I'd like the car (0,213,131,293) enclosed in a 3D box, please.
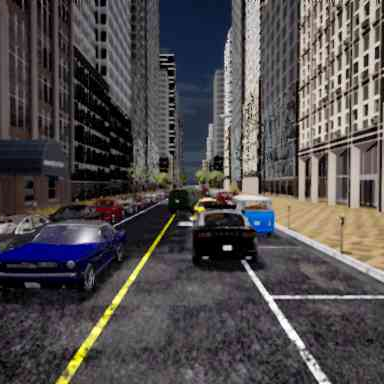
[{"bbox_3d":[-3.063,1.450,8.600,1.895,1.301,4.718,0,1,0],"label":"car"}]

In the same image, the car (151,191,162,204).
[{"bbox_3d":[-5.499,0.793,44.363,2.008,1.369,4.403,0,1,0],"label":"car"}]

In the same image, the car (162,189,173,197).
[{"bbox_3d":[-5.372,0.198,72.775,1.967,1.590,4.097,0,1,0],"label":"car"}]

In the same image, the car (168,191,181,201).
[{"bbox_3d":[-2.758,0.575,53.855,1.882,1.535,5.008,0,1,0],"label":"car"}]

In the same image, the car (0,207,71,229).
[{"bbox_3d":[-5.653,1.371,10.266,2.008,1.369,4.403,0,1,0],"label":"car"}]

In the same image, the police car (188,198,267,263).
[{"bbox_3d":[0.950,1.230,11.374,1.930,1.638,5.238,0,1,0],"label":"police car"}]

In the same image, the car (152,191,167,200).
[{"bbox_3d":[-5.448,0.599,55.728,2.008,1.369,4.403,0,1,0],"label":"car"}]

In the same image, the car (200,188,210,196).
[{"bbox_3d":[3.033,-0.018,78.418,2.192,1.841,5.009,-1,1,0],"label":"car"}]

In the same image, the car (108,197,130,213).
[{"bbox_3d":[-5.601,1.172,21.632,1.887,1.381,4.507,0,1,0],"label":"car"}]

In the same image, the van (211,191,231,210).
[{"bbox_3d":[2.828,0.781,32.956,1.690,1.788,3.998,-1,1,0],"label":"van"}]

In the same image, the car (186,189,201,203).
[{"bbox_3d":[0.229,0.532,48.191,2.097,1.767,4.553,0,1,1],"label":"car"}]

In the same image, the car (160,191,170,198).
[{"bbox_3d":[-5.396,0.437,67.094,1.802,1.307,4.206,0,1,0],"label":"car"}]

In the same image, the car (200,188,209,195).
[{"bbox_3d":[3.059,-0.115,84.101,2.192,1.841,5.009,-1,1,0],"label":"car"}]

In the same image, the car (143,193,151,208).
[{"bbox_3d":[-5.550,1.017,32.998,1.802,1.307,4.206,0,1,0],"label":"car"}]

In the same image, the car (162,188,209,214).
[{"bbox_3d":[-0.019,0.749,27.647,2.150,2.045,5.566,0,1,24],"label":"car"}]

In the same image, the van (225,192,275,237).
[{"bbox_3d":[2.752,1.070,15.908,1.690,1.788,3.998,-1,1,0],"label":"van"}]

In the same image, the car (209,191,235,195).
[{"bbox_3d":[2.802,0.852,27.273,2.192,1.841,5.009,-1,1,0],"label":"car"}]

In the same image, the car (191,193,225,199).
[{"bbox_3d":[0.996,1.090,21.453,1.801,1.575,5.366,0,1,0],"label":"car"}]

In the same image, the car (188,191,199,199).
[{"bbox_3d":[0.280,0.504,62.274,1.994,1.385,4.181,0,1,0],"label":"car"}]

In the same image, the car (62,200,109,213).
[{"bbox_3d":[-5.627,1.289,15.949,1.947,1.339,4.313,0,1,0],"label":"car"}]

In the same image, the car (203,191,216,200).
[{"bbox_3d":[2.933,0.605,55.690,2.008,1.369,4.403,-1,1,0],"label":"car"}]

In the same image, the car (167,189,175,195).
[{"bbox_3d":[-5.320,0.093,83.972,1.752,1.417,4.829,0,1,0],"label":"car"}]

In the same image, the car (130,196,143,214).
[{"bbox_3d":[-5.576,1.082,27.315,2.008,1.369,4.403,0,1,0],"label":"car"}]
